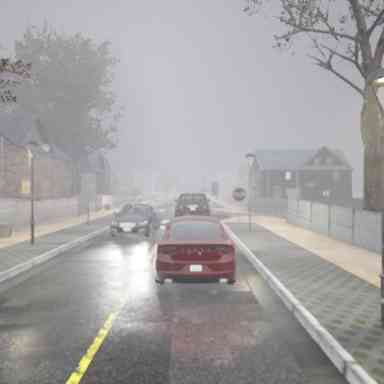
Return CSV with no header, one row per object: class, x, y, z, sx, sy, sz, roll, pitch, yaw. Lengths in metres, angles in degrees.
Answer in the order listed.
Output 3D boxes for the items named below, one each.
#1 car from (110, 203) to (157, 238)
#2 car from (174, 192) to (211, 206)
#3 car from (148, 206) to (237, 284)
car,-2.811,1.347,16.934,2.128,1.511,4.902,0,0,0
car,0.038,1.036,21.598,2.150,2.045,5.566,0,0,0
car,0.074,1.395,9.352,1.882,1.535,5.008,0,1,0
